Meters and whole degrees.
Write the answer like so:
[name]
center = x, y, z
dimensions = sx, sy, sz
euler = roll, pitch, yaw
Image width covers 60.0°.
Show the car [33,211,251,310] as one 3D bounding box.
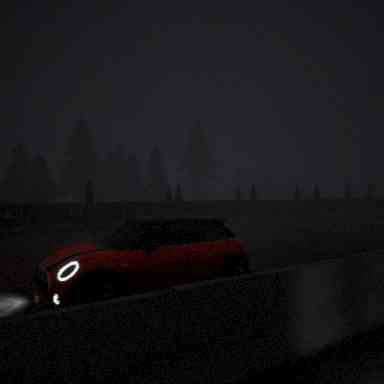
[car]
center = -0.940, 1.330, 7.292
dimensions = 4.553, 1.767, 2.097
euler = 0, 0, -33
